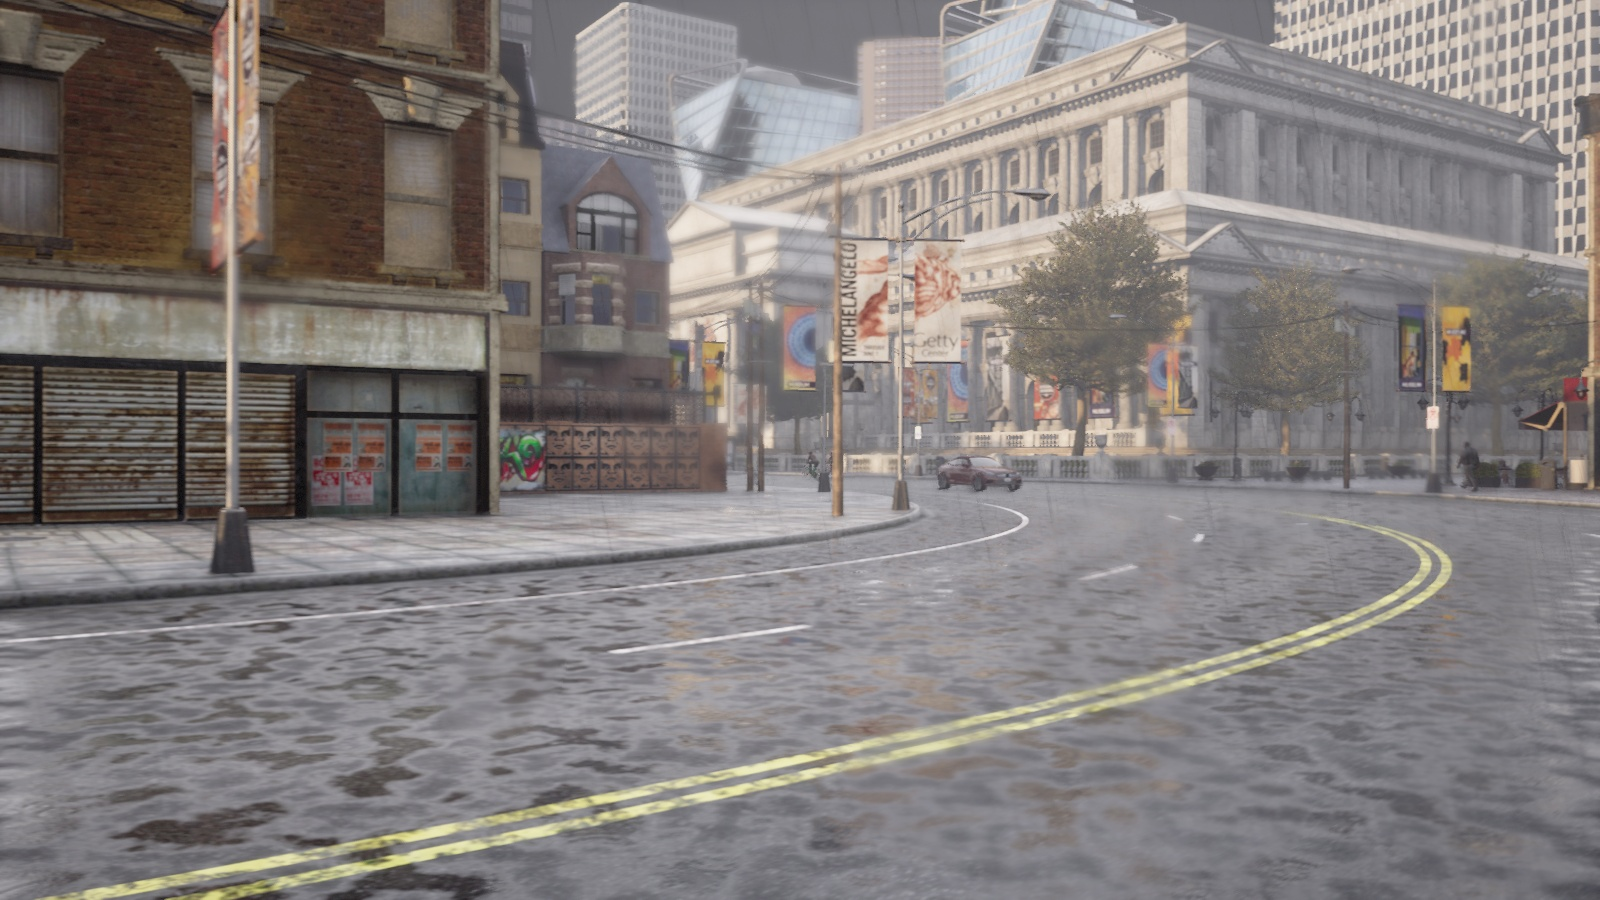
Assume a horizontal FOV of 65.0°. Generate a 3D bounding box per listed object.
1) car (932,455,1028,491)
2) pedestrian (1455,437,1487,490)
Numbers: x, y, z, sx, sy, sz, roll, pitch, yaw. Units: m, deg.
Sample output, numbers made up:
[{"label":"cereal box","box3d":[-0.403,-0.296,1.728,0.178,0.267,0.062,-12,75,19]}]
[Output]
[{"label":"car","box3d":[7.419,0.913,52.231,1.812,1.442,4.674,0,0,-23]},{"label":"pedestrian","box3d":[24.091,0.479,45.081,0.563,1.883,0.849,0,0,-16]}]
